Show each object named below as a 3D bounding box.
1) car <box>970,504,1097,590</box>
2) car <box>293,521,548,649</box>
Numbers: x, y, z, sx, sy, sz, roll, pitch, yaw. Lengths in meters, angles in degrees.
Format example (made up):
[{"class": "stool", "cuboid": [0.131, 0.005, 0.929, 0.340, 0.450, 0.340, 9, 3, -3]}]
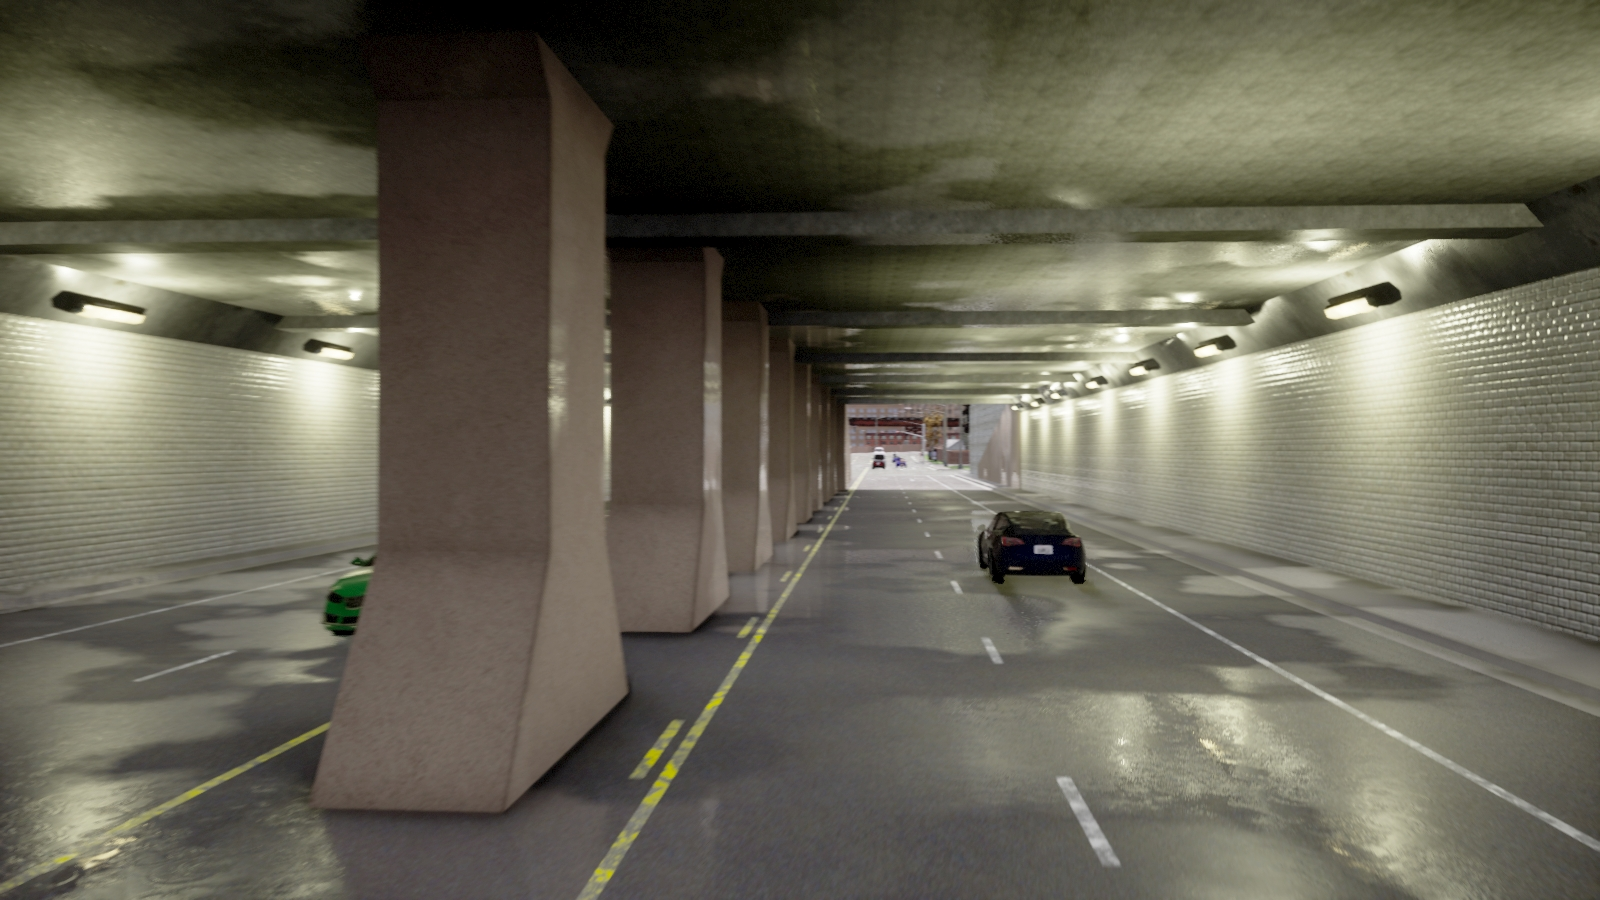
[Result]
[{"class": "car", "cuboid": [5.070, 2.066, 25.485, 2.163, 1.488, 4.792, 0, 0, 4]}, {"class": "car", "cuboid": [-5.907, 2.056, 18.557, 2.231, 1.480, 4.892, 0, 0, 4]}]
